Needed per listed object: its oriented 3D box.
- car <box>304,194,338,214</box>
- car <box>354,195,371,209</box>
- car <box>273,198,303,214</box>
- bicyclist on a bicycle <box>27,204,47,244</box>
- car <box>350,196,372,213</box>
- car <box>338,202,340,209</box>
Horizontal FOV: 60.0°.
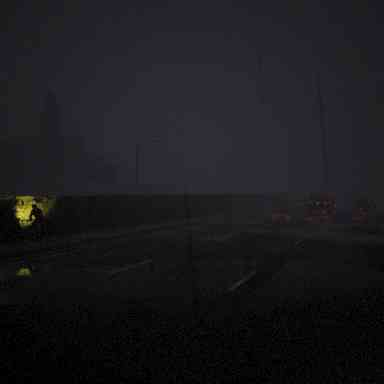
[{"bbox_3d":[13.655,1.221,35.042,2.150,2.045,5.566,0,0,29],"label":"car"},{"bbox_3d":[24.193,1.352,47.093,2.097,1.767,4.553,0,0,28],"label":"car"},{"bbox_3d":[10.235,1.478,35.928,1.882,1.535,5.008,0,0,28],"label":"car"},{"bbox_3d":[-6.475,1.337,13.899,1.656,1.620,0.582,3,6,41],"label":"bicyclist on a bicycle"},{"bbox_3d":[19.292,1.505,37.986,1.837,1.490,4.892,0,0,28],"label":"car"},{"bbox_3d":[18.220,1.601,43.528,1.895,1.301,4.718,0,0,29],"label":"car"}]
